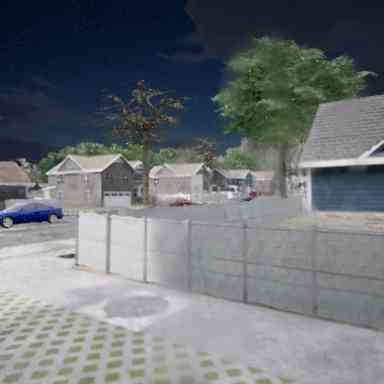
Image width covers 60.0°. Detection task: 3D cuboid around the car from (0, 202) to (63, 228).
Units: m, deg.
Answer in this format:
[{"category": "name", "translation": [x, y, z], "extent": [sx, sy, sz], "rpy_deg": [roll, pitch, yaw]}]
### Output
[{"category": "car", "translation": [-11.147, 1.466, 22.271], "extent": [1.882, 1.535, 5.008], "rpy_deg": [-1, 0, 33]}]

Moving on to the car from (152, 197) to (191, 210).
[{"category": "car", "translation": [-2.497, 1.397, 41.458], "extent": [2.033, 1.411, 5.357], "rpy_deg": [-1, 0, 33]}]

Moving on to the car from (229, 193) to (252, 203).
[{"category": "car", "translation": [7.418, 0.900, 50.567], "extent": [2.097, 1.767, 4.553], "rpy_deg": [-1, 1, 33]}]

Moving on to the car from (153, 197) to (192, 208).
[{"category": "car", "translation": [-1.951, 1.340, 36.352], "extent": [1.882, 1.535, 5.008], "rpy_deg": [-1, 0, 33]}]
